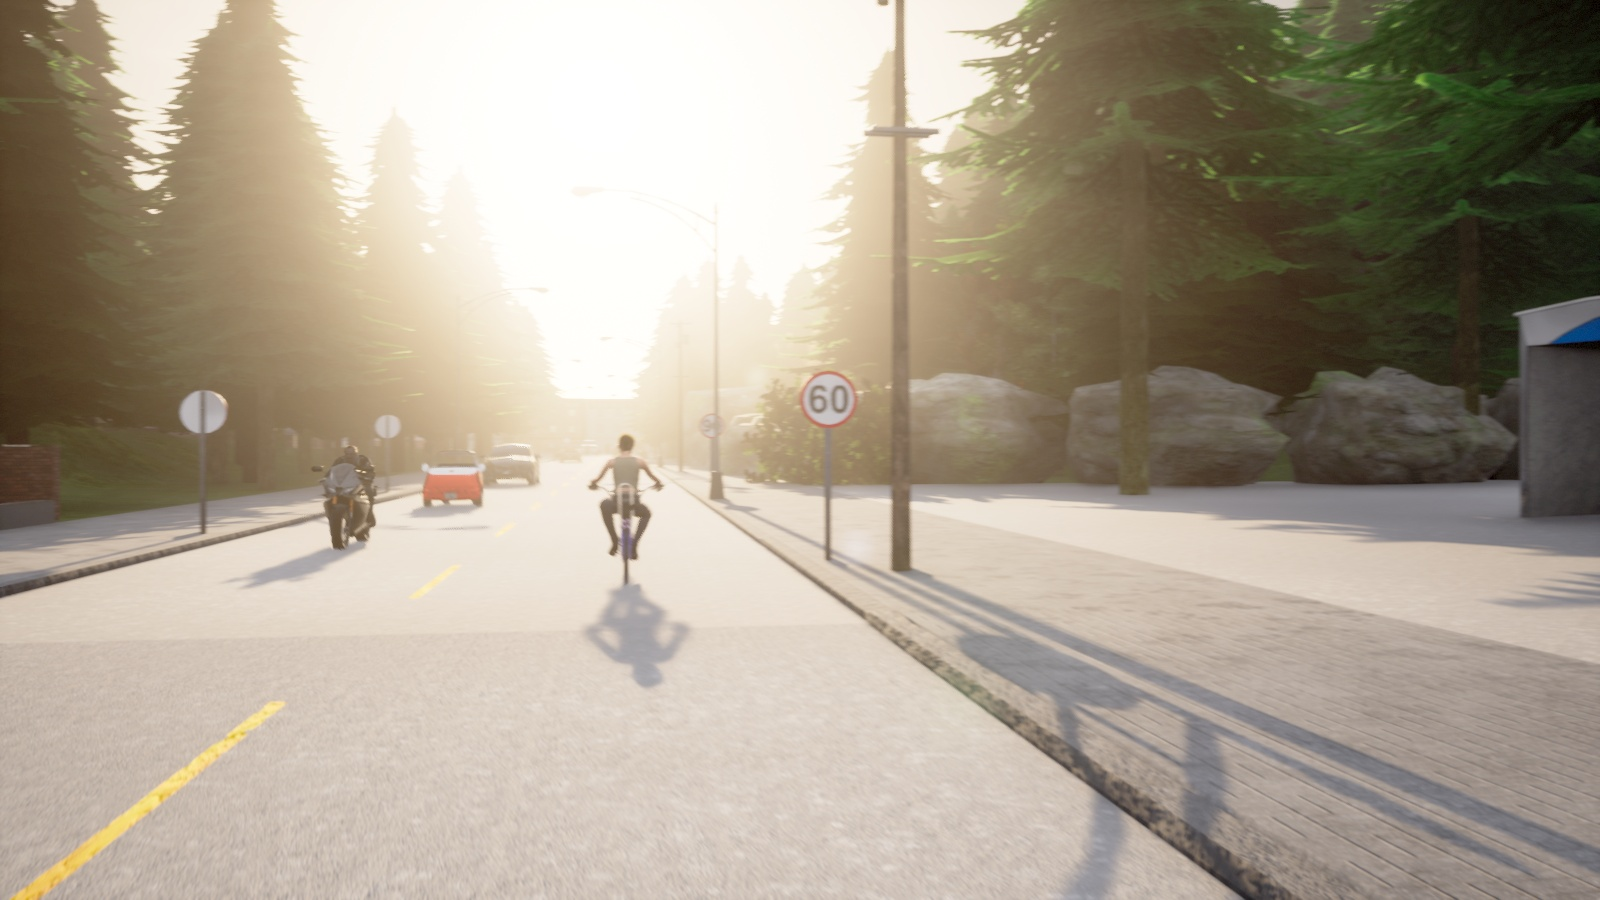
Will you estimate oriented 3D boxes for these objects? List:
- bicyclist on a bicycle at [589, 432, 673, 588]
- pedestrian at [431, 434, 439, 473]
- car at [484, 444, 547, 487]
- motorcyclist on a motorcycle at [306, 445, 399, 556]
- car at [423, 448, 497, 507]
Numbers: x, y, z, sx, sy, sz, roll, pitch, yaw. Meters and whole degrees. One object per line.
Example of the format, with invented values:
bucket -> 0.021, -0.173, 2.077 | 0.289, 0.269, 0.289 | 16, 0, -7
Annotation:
bicyclist on a bicycle -> -1.850, 0.612, 13.766 | 0.866, 1.612, 1.509 | 0, 0, -8
pedestrian -> -17.137, 0.161, 58.950 | 0.370, 1.835, 0.726 | 0, 0, -17
car -> -10.416, 0.516, 46.228 | 1.837, 1.490, 4.892 | 0, 0, -8
motorcyclist on a motorcycle -> -6.540, 0.690, 18.473 | 0.866, 1.530, 2.191 | 0, 0, -8
car -> -8.221, 0.648, 30.493 | 1.481, 1.376, 2.207 | 0, 0, -8
